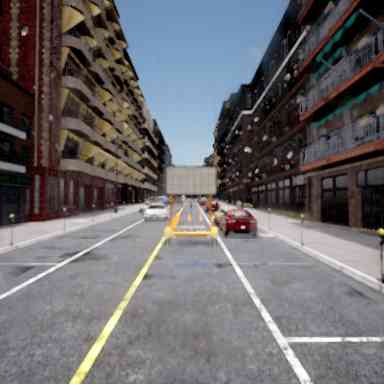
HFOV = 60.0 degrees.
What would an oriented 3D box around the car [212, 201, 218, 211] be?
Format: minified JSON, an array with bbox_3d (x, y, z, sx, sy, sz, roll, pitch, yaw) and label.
[{"bbox_3d":[2.534,1.657,24.533,1.752,1.417,4.829,1,0,0],"label":"car"}]

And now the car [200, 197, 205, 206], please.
[{"bbox_3d":[2.487,1.826,46.484,2.008,1.369,4.403,1,0,0],"label":"car"}]

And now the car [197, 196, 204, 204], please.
[{"bbox_3d":[2.453,1.944,63.076,1.887,1.381,4.507,1,0,0],"label":"car"}]

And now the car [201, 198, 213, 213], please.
[{"bbox_3d":[2.499,1.783,40.953,1.887,1.381,4.507,1,0,0],"label":"car"}]

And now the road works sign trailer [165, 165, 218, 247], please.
[{"bbox_3d":[-0.033,0.543,15.497,2.380,3.560,2.880,0,0,0],"label":"road works sign trailer"}]

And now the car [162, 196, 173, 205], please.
[{"bbox_3d":[-5.445,1.806,74.183,2.192,1.841,5.009,1,0,0],"label":"car"}]

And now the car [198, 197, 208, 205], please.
[{"bbox_3d":[2.440,1.931,74.138,1.967,1.590,4.097,1,0,0],"label":"car"}]

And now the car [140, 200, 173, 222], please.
[{"bbox_3d":[-2.907,1.678,28.026,1.812,1.442,4.674,0,0,0],"label":"car"}]

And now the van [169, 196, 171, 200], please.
[{"bbox_3d":[-5.422,1.740,63.123,1.690,1.788,3.998,1,0,0],"label":"van"}]

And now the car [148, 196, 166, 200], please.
[{"bbox_3d":[-5.386,1.591,46.533,2.192,1.841,5.009,2,0,0],"label":"car"}]

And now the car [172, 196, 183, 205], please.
[{"bbox_3d":[-2.894,1.824,68.877,2.097,1.767,4.553,0,-1,0],"label":"car"}]

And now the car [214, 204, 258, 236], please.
[{"bbox_3d":[2.545,1.643,18.831,1.887,1.381,4.507,1,0,0],"label":"car"}]

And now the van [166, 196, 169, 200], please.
[{"bbox_3d":[-5.410,1.696,57.591,1.690,1.788,3.998,2,0,0],"label":"van"}]

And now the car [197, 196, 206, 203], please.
[{"bbox_3d":[2.378,1.902,85.201,2.192,1.841,5.009,1,-1,0],"label":"car"}]

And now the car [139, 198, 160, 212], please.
[{"bbox_3d":[-5.380,1.762,40.830,1.752,1.417,4.829,2,0,0],"label":"car"}]

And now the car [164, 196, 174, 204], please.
[{"bbox_3d":[-5.456,1.853,79.713,2.192,1.841,5.009,1,0,0],"label":"car"}]
